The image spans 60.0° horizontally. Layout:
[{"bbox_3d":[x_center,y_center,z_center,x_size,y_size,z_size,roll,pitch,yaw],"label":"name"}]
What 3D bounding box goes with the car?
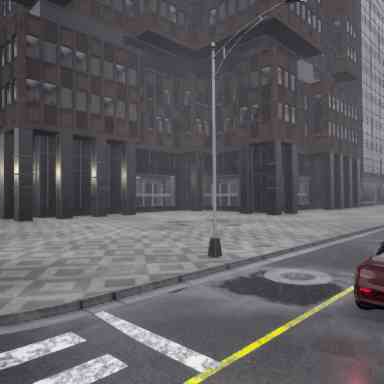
[{"bbox_3d":[4.838,1.535,6.820,1.812,1.442,4.674,-1,-1,44],"label":"car"}]
